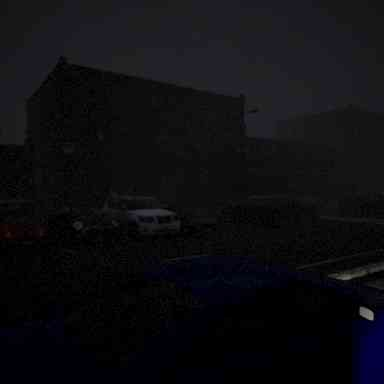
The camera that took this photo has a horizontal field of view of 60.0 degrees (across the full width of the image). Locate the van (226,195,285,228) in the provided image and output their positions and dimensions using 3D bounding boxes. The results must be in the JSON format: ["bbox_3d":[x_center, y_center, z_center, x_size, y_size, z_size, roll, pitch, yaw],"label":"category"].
[{"bbox_3d":[3.864,1.221,21.921,1.878,1.987,4.442,0,0,-36],"label":"van"}]

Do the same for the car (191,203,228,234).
[{"bbox_3d":[-0.535,1.495,18.588,2.163,1.488,4.792,0,0,-36],"label":"car"}]

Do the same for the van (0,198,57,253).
[{"bbox_3d":[-7.209,1.255,13.695,1.878,1.987,4.442,0,0,-36],"label":"van"}]

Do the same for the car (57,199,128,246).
[{"bbox_3d":[-5.054,1.352,15.422,2.185,1.767,4.553,0,0,-36],"label":"car"}]

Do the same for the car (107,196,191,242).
[{"bbox_3d":[-2.778,1.221,16.981,2.435,2.045,5.566,0,0,-36],"label":"car"}]

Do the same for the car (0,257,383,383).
[{"bbox_3d":[0.585,1.476,3.547,5.008,1.535,1.882,0,0,-35],"label":"car"}]

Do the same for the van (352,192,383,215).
[{"bbox_3d":[17.446,1.126,31.372,1.878,1.987,4.442,-1,0,-36],"label":"van"}]
